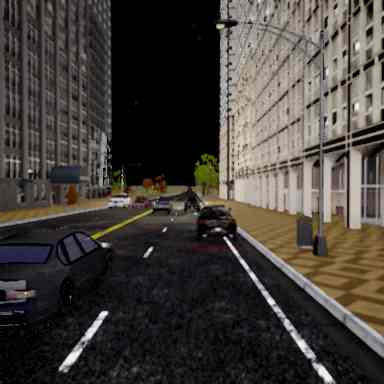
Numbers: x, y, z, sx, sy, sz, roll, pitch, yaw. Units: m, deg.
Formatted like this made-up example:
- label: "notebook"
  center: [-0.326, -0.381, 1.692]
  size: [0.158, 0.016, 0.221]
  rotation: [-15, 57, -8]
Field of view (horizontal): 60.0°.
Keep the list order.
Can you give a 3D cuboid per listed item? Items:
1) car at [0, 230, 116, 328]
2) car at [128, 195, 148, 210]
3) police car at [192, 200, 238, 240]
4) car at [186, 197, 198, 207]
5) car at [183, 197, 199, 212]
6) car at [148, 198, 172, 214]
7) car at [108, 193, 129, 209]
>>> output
- label: "car"
  center: [-3.154, 1.549, 7.350]
  size: [2.033, 1.411, 5.357]
  rotation: [0, 0, 0]
- label: "car"
  center: [-6.585, 1.345, 43.659]
  size: [2.097, 1.767, 4.553]
  rotation: [0, 0, 0]
- label: "police car"
  center: [1.139, 1.426, 17.066]
  size: [1.930, 1.638, 5.238]
  rotation: [0, 0, 0]
- label: "car"
  center: [0.021, 1.494, 51.406]
  size: [1.837, 1.490, 4.892]
  rotation: [0, 0, 0]
- label: "car"
  center: [0.038, 1.500, 38.781]
  size: [1.837, 1.490, 4.892]
  rotation: [0, 0, 1]
- label: "car"
  center: [-3.147, 1.545, 35.877]
  size: [2.033, 1.411, 5.357]
  rotation: [0, 0, 0]
- label: "car"
  center: [-9.834, 1.213, 45.619]
  size: [2.150, 2.045, 5.566]
  rotation: [0, 0, 0]
